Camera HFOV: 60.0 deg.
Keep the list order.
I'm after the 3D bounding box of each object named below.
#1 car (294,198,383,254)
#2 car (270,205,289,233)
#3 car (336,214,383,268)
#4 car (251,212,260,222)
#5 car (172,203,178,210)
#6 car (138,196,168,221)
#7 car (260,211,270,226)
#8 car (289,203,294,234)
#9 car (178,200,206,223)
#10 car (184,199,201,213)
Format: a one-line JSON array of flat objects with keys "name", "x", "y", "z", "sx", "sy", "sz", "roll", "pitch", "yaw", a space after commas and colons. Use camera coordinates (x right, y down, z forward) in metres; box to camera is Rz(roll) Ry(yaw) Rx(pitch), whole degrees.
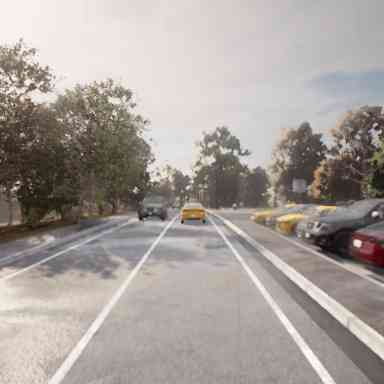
[{"name": "car", "x": 7.053, "y": 1.249, "z": 12.375, "sx": 5.566, "sy": 2.045, "sz": 2.435, "roll": 0, "pitch": 0, "yaw": 0}, {"name": "car", "x": 7.092, "y": 1.518, "z": 17.923, "sx": 5.008, "sy": 1.535, "sz": 2.097, "roll": 0, "pitch": 0, "yaw": 0}, {"name": "car", "x": 7.109, "y": 1.526, "z": 9.598, "sx": 4.792, "sy": 1.488, "sz": 2.163, "roll": 0, "pitch": 0, "yaw": 0}, {"name": "car", "x": 6.904, "y": 1.561, "z": 23.464, "sx": 5.366, "sy": 1.575, "sz": 1.946, "roll": 0, "pitch": 0, "yaw": 0}, {"name": "car", "x": -3.235, "y": 2.991, "z": 70.142, "sx": 2.128, "sy": 1.511, "sz": 4.902, "roll": 0, "pitch": -2, "yaw": 0}, {"name": "car", "x": -3.343, "y": 1.415, "z": 29.447, "sx": 2.150, "sy": 2.045, "sz": 5.566, "roll": 0, "pitch": -1, "yaw": 0}, {"name": "car", "x": 7.093, "y": 1.538, "z": 20.695, "sx": 4.892, "sy": 1.521, "sz": 2.231, "roll": 0, "pitch": 0, "yaw": 0}, {"name": "car", "x": 7.115, "y": 1.381, "z": 15.147, "sx": 4.553, "sy": 1.767, "sz": 2.185, "roll": 0, "pitch": 0, "yaw": 0}, {"name": "car", "x": 0.103, "y": 1.635, "z": 27.109, "sx": 1.882, "sy": 1.535, "sz": 5.008, "roll": 0, "pitch": -1, "yaw": 0}, {"name": "car", "x": 0.087, "y": 1.887, "z": 44.291, "sx": 2.097, "sy": 1.767, "sz": 4.553, "roll": 0, "pitch": -2, "yaw": 0}]
